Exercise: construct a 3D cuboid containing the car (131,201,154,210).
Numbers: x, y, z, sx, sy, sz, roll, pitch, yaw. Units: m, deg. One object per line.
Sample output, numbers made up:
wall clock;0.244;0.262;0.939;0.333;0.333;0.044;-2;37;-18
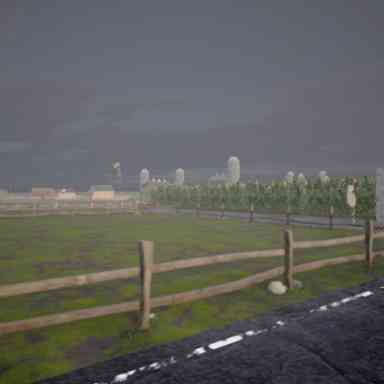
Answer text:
car;-7.393;2.029;49.576;1.895;1.301;4.718;0;0;-35
